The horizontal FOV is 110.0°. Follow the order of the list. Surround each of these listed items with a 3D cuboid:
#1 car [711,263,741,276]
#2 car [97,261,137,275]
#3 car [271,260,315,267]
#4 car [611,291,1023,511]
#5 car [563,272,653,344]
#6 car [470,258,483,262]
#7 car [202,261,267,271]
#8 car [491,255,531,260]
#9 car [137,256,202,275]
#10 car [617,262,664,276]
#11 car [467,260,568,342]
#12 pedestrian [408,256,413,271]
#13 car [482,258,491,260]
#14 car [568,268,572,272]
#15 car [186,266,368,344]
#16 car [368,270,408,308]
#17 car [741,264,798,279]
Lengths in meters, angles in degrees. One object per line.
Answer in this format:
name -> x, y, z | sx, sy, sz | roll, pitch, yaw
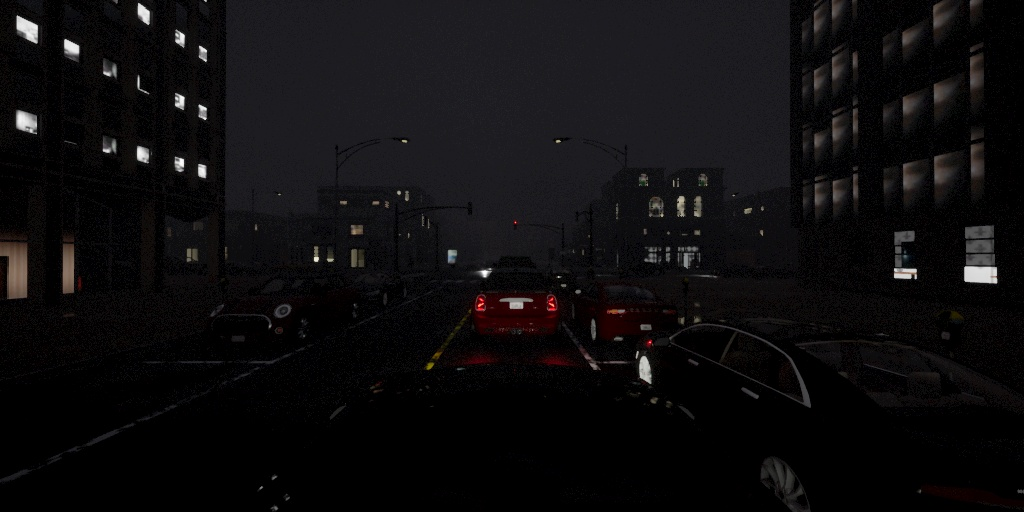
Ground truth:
car -> 23.618, 1.447, 38.256 | 4.181, 1.385, 1.994 | 0, 0, 2
car -> -36.500, 1.131, 33.372 | 4.403, 1.370, 2.007 | 0, 0, 1
car -> -25.469, 1.198, 41.588 | 4.829, 1.417, 1.751 | 0, 0, 1
car -> 2.689, 1.301, 3.737 | 2.007, 1.370, 4.403 | 0, 0, 0
car -> 2.687, 1.296, 9.429 | 1.888, 1.381, 4.507 | 0, 0, 0
car -> -5.709, 1.338, 53.213 | 1.802, 1.307, 4.207 | 0, 0, 0
car -> -25.427, 1.177, 33.206 | 4.403, 1.370, 2.007 | 0, 0, 1
car -> 0.113, 0.974, 20.128 | 2.150, 2.045, 5.566 | 0, 0, -1
car -> -30.964, 0.918, 33.289 | 5.009, 1.841, 2.192 | 0, 0, 1
car -> 13.772, 1.339, 38.404 | 4.892, 1.490, 1.837 | 0, 0, 1
car -> 0.096, 1.103, 9.974 | 2.097, 1.767, 4.553 | 0, 0, 0
pedestrian -> -12.568, 0.885, 44.345 | 0.375, 1.860, 0.375 | 0, -1, 1
car -> -3.092, 1.357, 52.070 | 1.895, 1.301, 4.718 | 0, 0, -1
car -> 2.683, 1.303, 20.813 | 2.007, 1.370, 4.403 | 0, 0, 0
car -> -5.693, 1.190, 9.443 | 1.967, 1.591, 4.097 | 0, 0, 0
car -> -5.696, 1.302, 15.135 | 2.007, 1.370, 4.403 | 0, 0, 0
car -> 23.631, 1.433, 32.434 | 4.207, 1.307, 1.802 | 0, 0, 1
